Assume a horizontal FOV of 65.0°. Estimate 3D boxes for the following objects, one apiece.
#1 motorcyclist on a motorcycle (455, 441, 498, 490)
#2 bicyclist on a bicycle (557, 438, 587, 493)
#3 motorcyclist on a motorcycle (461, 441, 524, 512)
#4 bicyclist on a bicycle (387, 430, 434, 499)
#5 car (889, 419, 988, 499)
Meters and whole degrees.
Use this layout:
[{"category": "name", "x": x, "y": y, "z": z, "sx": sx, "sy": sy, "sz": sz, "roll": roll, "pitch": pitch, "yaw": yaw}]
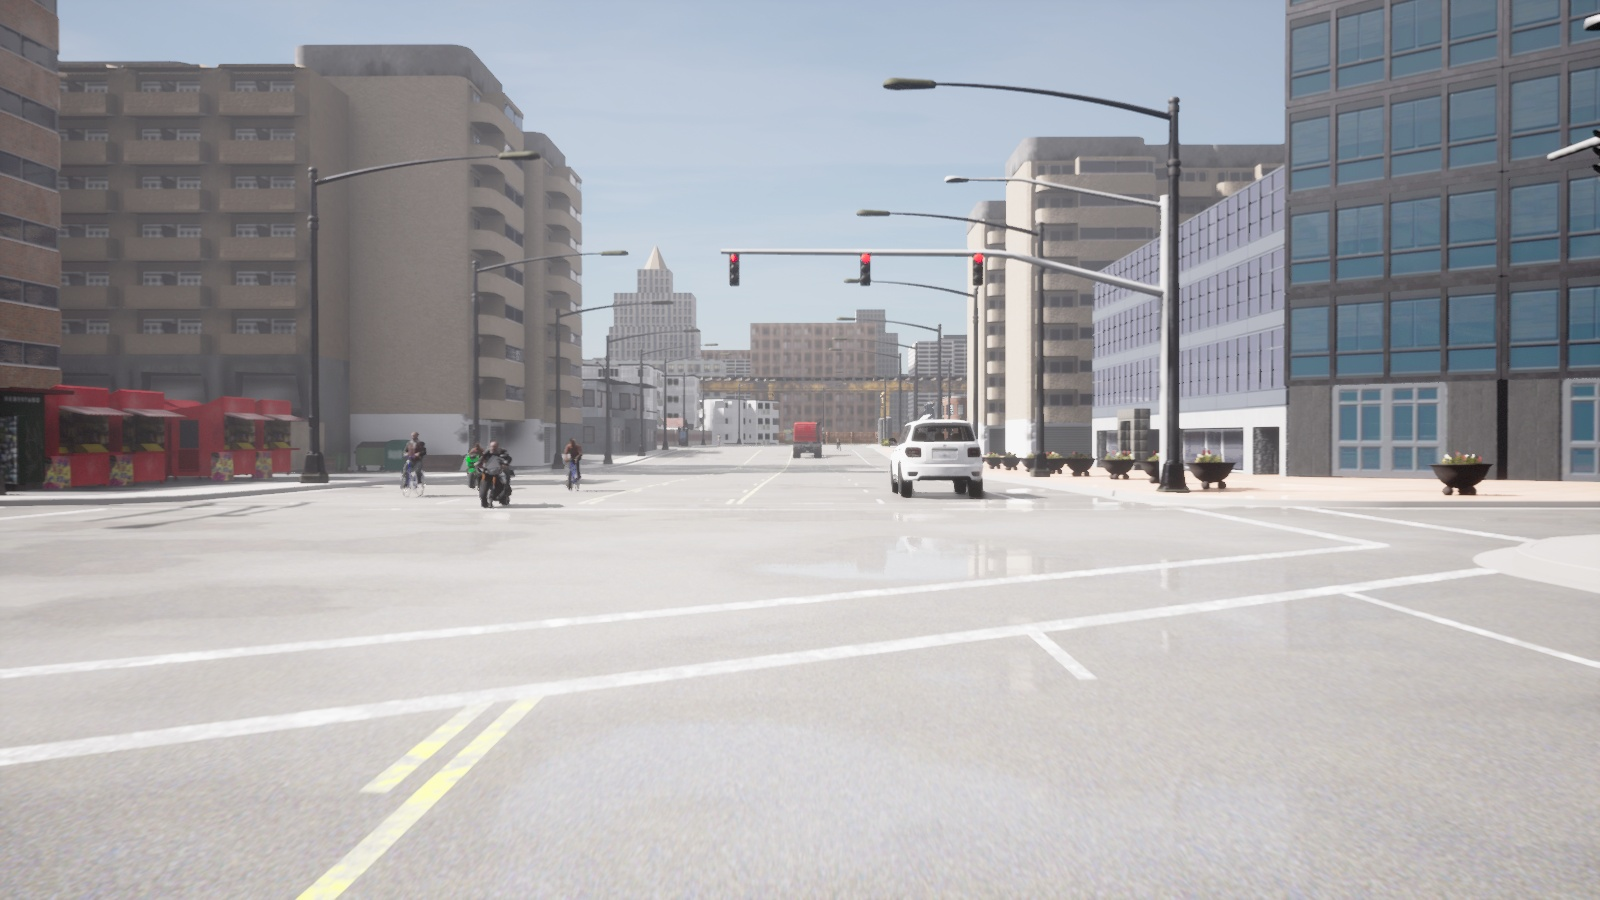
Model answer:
[{"category": "motorcyclist on a motorcycle", "x": -10.257, "y": 0.469, "z": 39.884, "sx": 0.797, "sy": 1.523, "sz": 2.044, "roll": 0, "pitch": 0, "yaw": 0}, {"category": "bicyclist on a bicycle", "x": -6.771, "y": 0.448, "z": 37.359, "sx": 0.582, "sy": 1.620, "sz": 1.656, "roll": 0, "pitch": 0, "yaw": 0}, {"category": "motorcyclist on a motorcycle", "x": -6.825, "y": 0.563, "z": 27.989, "sx": 0.866, "sy": 1.530, "sz": 2.191, "roll": 0, "pitch": 0, "yaw": 0}, {"category": "bicyclist on a bicycle", "x": -10.295, "y": 0.365, "z": 33.243, "sx": 0.659, "sy": 1.776, "sz": 1.843, "roll": 0, "pitch": 0, "yaw": 0}, {"category": "car", "x": 3.714, "y": 0.226, "z": 34.730, "sx": 2.150, "sy": 2.045, "sz": 5.566, "roll": 0, "pitch": 0, "yaw": 0}]
